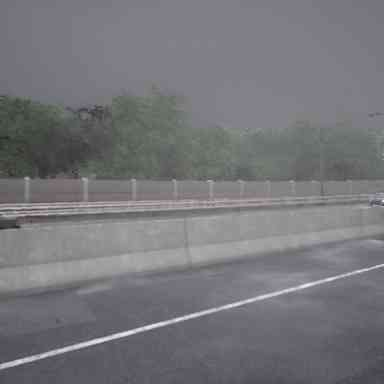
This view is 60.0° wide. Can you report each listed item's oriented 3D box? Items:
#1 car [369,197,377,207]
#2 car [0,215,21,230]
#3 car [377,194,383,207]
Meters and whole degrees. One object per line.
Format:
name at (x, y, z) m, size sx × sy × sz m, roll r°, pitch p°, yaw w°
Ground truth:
car at (24.256, 1.039, 41.731) m, size 5.008 × 1.535 × 1.882 m, roll -1°, pitch 1°, yaw -33°
car at (-10.024, 1.472, 14.024) m, size 5.008 × 1.535 × 1.882 m, roll 0°, pitch 0°, yaw -35°
car at (22.869, 0.984, 36.629) m, size 4.553 × 1.767 × 2.097 m, roll -1°, pitch 1°, yaw -33°
